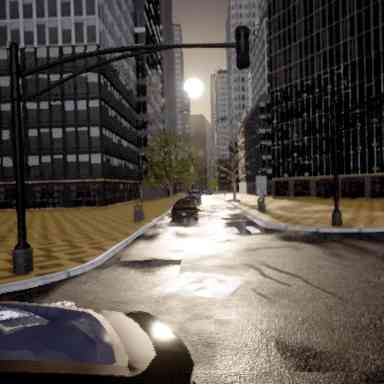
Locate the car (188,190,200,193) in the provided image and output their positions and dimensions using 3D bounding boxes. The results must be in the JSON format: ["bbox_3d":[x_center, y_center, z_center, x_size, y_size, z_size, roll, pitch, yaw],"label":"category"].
[{"bbox_3d":[0.365,0.708,50.094,2.150,2.045,5.566,-2,1,2],"label":"car"}]

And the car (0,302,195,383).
[{"bbox_3d":[-2.243,1.554,1.653,4.902,1.511,2.128,-2,1,-27],"label":"car"}]

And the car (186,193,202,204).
[{"bbox_3d":[-0.124,1.171,35.636,1.812,1.442,4.674,-2,1,2],"label":"car"}]

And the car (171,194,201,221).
[{"bbox_3d":[-0.473,1.235,25.422,1.882,1.535,5.008,-2,1,2],"label":"car"}]
